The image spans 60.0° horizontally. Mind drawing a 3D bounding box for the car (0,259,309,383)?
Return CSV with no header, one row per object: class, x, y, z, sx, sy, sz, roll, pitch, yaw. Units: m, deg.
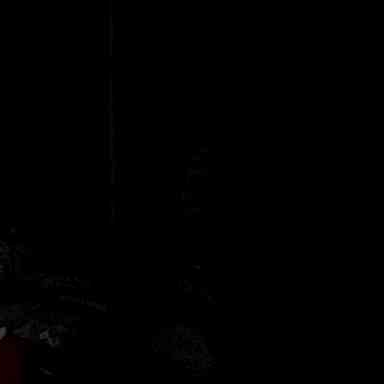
car,-0.934,1.609,3.476,4.206,1.307,1.802,-1,0,35
